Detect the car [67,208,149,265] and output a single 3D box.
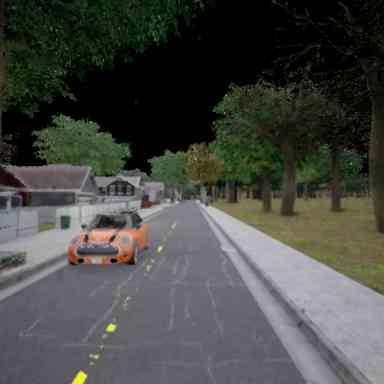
[{"bbox_3d":[-2.846,1.506,12.210,2.097,1.767,4.553,0,-1,0],"label":"car"}]
